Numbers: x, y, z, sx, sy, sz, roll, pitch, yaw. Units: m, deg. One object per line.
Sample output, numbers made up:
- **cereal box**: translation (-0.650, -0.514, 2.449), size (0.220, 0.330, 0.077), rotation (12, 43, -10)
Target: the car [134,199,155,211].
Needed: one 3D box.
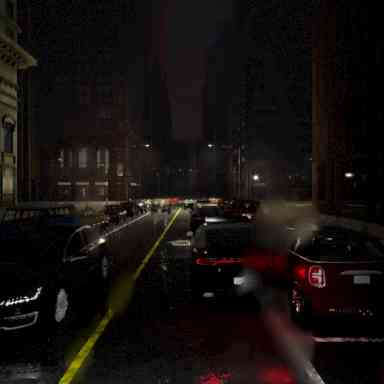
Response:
- **car**: translation (-5.832, 1.569, 41.119), size (2.008, 1.369, 4.403), rotation (0, 0, 0)

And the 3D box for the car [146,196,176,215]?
- **car**: translation (-3.054, 1.504, 33.624), size (2.128, 1.511, 4.902), rotation (0, 0, 0)

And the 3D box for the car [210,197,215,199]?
- **car**: translation (2.719, 1.321, 24.226), size (2.192, 1.841, 5.009), rotation (0, 0, 0)

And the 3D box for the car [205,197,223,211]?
- **car**: translation (2.693, 1.458, 41.134), size (1.967, 1.590, 4.097), rotation (0, 0, 0)

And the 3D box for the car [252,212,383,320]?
- **car**: translation (2.747, 1.440, 7.318), size (1.967, 1.590, 4.097), rotation (0, 0, 0)

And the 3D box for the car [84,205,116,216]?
- **car**: translation (-5.796, 1.528, 18.403), size (1.752, 1.417, 4.829), rotation (0, 0, 0)

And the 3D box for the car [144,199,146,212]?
- **car**: translation (-5.823, 1.580, 35.483), size (1.947, 1.339, 4.313), rotation (0, 0, 0)

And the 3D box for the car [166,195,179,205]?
- **car**: translation (-4.537, 1.402, 60.109), size (4.553, 1.767, 2.097), rotation (0, 0, 38)

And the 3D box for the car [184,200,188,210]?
- **car**: translation (-0.068, 1.621, 42.972), size (1.895, 1.301, 4.718), rotation (0, 0, 0)

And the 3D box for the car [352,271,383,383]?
- **car**: translation (2.756, 1.582, 1.682), size (1.802, 1.307, 4.206), rotation (0, 0, 0)

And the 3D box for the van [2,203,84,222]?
- **van**: translation (-5.788, 1.342, 12.937), size (1.690, 1.788, 3.998), rotation (0, 0, 0)

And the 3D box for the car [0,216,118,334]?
- **car**: translation (-3.112, 1.505, 7.082), size (1.837, 1.490, 4.892), rotation (0, 0, 0)

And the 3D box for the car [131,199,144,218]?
- **car**: translation (-5.814, 1.575, 29.846), size (1.947, 1.339, 4.313), rotation (0, 0, 0)

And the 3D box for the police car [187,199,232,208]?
- **police car**: translation (0.838, 1.429, 18.679), size (1.930, 1.638, 5.238), rotation (0, 0, 0)

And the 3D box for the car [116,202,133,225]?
- **car**: translation (-5.804, 1.588, 24.210), size (1.802, 1.307, 4.206), rotation (0, 0, 0)

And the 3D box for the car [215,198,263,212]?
- **car**: translation (2.728, 1.318, 18.590), size (2.192, 1.841, 5.009), rotation (0, 0, 0)

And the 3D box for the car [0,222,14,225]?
- **car**: translation (-5.778, 1.582, 7.300), size (1.802, 1.307, 4.206), rotation (0, 0, 0)

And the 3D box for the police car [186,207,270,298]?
- **police car**: translation (0.886, 1.426, 8.679), size (1.930, 1.638, 5.238), rotation (0, 0, 0)
